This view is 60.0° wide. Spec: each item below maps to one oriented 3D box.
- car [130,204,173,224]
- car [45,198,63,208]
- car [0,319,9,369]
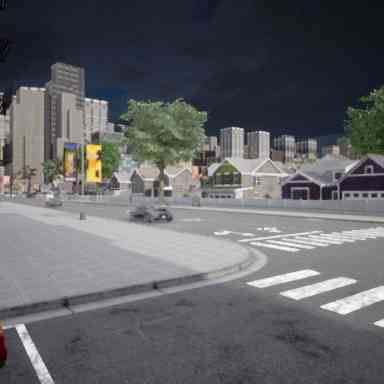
[{"bbox_3d":[-3.183,1.611,25.657,1.994,1.385,4.181,0,0,-35],"label":"car"},{"bbox_3d":[-21.358,1.662,51.360,1.837,1.490,4.892,0,0,-35],"label":"car"},{"bbox_3d":[-4.188,1.441,3.202,4.097,1.590,1.967,0,0,-36],"label":"car"}]
